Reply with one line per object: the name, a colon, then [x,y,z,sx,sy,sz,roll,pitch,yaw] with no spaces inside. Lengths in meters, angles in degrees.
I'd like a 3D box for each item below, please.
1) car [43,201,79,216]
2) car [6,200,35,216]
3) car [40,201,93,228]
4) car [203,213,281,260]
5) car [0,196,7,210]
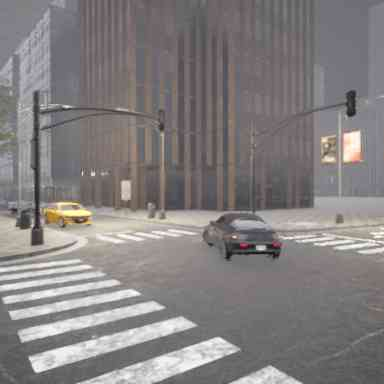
car: [-12.991,1.559,32.856,1.895,1.301,4.718,0,0,-40]
car: [-15.429,1.578,30.782,1.895,1.301,4.718,0,0,-40]
car: [-8.354,1.457,22.255,1.882,1.535,5.008,0,0,-40]
car: [1.715,1.503,12.242,1.812,1.442,4.674,1,0,-9]
car: [-23.474,1.328,40.503,2.097,1.767,4.553,0,0,-39]
